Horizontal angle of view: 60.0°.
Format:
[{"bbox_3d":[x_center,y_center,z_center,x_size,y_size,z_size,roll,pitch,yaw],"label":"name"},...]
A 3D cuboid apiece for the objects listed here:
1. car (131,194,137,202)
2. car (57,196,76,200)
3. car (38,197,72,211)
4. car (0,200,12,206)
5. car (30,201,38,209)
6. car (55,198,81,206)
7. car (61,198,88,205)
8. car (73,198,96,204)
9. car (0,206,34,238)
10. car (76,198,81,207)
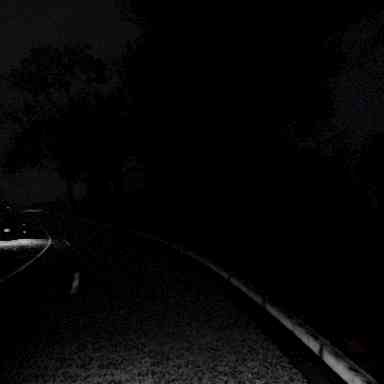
[{"bbox_3d":[-13.295,1.668,68.612,5.566,2.045,2.435,0,0,5],"label":"car"},{"bbox_3d":[-26.084,1.760,66.680,5.566,2.045,2.435,0,0,5],"label":"car"},{"bbox_3d":[-19.891,1.863,48.530,1.882,1.535,5.008,-1,-1,5],"label":"car"},{"bbox_3d":[-18.776,1.599,32.377,2.097,1.767,4.553,-1,0,-32],"label":"car"},{"bbox_3d":[-22.982,1.989,51.046,1.994,1.385,4.181,0,0,5],"label":"car"},{"bbox_3d":[-25.810,2.060,69.491,4.674,1.452,2.002,0,0,5],"label":"car"},{"bbox_3d":[-25.568,2.029,72.308,5.008,1.535,2.097,0,0,5],"label":"car"},{"bbox_3d":[-25.073,2.082,77.937,4.674,1.452,2.002,0,0,5],"label":"car"},{"bbox_3d":[-9.715,1.645,17.548,1.994,1.385,4.181,-1,0,-29],"label":"car"},{"bbox_3d":[-18.883,1.973,60.681,1.812,1.442,4.674,0,0,5],"label":"car"}]
